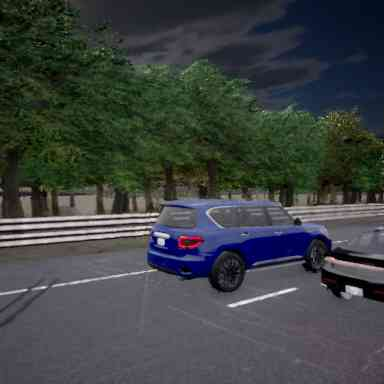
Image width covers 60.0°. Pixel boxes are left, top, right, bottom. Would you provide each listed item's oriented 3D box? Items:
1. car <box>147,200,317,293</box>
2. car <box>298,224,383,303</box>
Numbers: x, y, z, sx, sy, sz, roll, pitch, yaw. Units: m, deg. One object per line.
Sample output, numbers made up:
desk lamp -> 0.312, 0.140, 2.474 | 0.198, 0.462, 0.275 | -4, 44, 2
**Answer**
car -> 1.483, 1.225, 9.108 | 5.566, 2.045, 2.150 | 0, 0, -36
car -> 4.777, 1.496, 7.160 | 4.902, 1.511, 2.128 | 0, 0, -36
